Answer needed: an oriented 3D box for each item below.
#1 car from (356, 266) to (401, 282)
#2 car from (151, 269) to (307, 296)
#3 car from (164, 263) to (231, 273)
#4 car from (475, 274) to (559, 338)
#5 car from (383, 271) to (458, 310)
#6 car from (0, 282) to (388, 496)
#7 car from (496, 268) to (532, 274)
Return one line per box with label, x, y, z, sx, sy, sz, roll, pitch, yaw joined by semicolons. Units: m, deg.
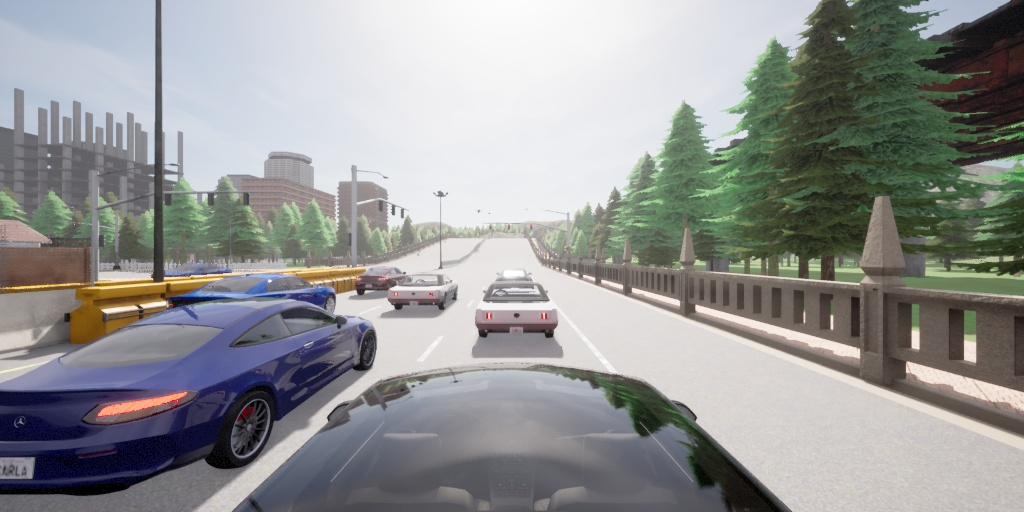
car;-6.895;1.276;19.540;1.812;1.442;4.674;0;0;0
car;-6.897;1.228;10.199;1.882;1.535;5.008;0;0;0
car;-21.006;1.232;23.746;1.882;1.535;5.008;0;0;-3
car;0.103;1.351;10.147;1.895;1.301;4.718;0;0;0
car;-3.396;1.351;14.660;1.895;1.301;4.718;0;0;0
car;-3.398;1.276;4.741;1.812;1.442;4.674;0;0;0
car;0.105;1.314;18.899;1.994;1.385;4.181;0;0;0
